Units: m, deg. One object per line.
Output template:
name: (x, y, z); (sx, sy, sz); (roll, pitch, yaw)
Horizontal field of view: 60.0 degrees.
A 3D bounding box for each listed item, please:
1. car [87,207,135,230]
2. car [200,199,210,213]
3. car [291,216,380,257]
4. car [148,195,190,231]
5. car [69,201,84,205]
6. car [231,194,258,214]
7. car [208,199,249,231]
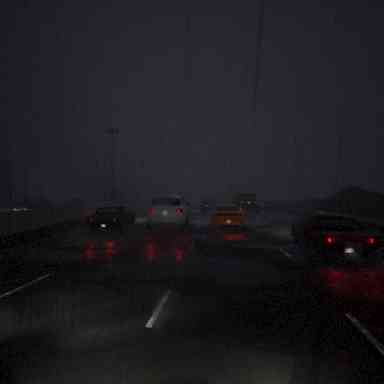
car: (-4.861, 1.579, 20.816); (1.895, 1.301, 4.718); (0, 0, 2)
car: (1.972, 1.509, 36.959); (2.033, 1.411, 5.357); (0, 0, -4)
car: (5.242, 1.587, 12.928); (1.895, 1.301, 4.718); (0, 0, 4)
car: (-1.356, 1.200, 20.783); (2.150, 2.045, 5.566); (0, 0, 2)
car: (-16.697, 1.550, 48.254); (1.895, 1.301, 4.718); (0, 0, -6)
car: (5.500, 1.184, 35.601); (2.150, 2.045, 5.566); (0, 0, -3)
car: (2.112, 1.456, 20.665); (1.882, 1.535, 5.008); (0, 0, 2)
